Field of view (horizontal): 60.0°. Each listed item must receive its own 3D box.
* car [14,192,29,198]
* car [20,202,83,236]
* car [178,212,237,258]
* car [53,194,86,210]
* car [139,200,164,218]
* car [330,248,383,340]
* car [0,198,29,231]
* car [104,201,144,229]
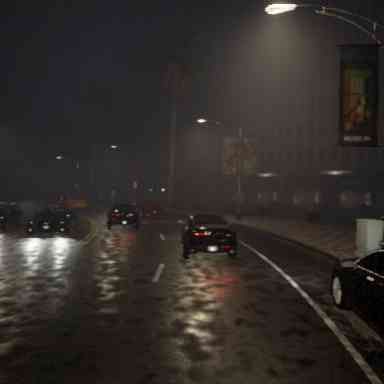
[{"bbox_3d":[-42.465,0.672,82.077,2.185,1.767,4.553,1,0,-40],"label":"car"},{"bbox_3d":[-7.188,1.454,17.508,1.994,1.385,4.181,1,0,-11],"label":"car"},{"bbox_3d":[0.527,1.531,12.855,1.837,1.490,4.892,2,0,-3],"label":"car"},{"bbox_3d":[-13.733,1.272,37.802,1.882,1.535,5.008,1,0,-38],"label":"car"},{"bbox_3d":[-4.110,1.440,29.707,1.882,1.535,5.008,1,0,-25],"label":"car"},{"bbox_3d":[3.637,1.578,5.057,1.837,1.490,4.892,1,0,6],"label":"car"},{"bbox_3d":[-10.995,1.313,18.890,2.128,1.511,4.902,1,0,-15],"label":"car"},{"bbox_3d":[-4.431,1.450,21.096,1.837,1.490,4.892,2,0,-15],"label":"car"}]
